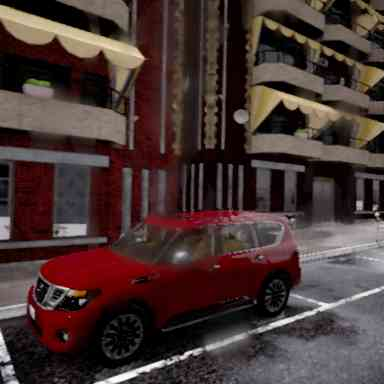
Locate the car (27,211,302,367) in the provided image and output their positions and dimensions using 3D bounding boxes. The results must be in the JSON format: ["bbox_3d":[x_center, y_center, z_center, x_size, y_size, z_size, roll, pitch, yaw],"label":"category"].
[{"bbox_3d":[-0.115,1.324,5.986,5.009,1.841,2.192,0,1,-35],"label":"car"}]
